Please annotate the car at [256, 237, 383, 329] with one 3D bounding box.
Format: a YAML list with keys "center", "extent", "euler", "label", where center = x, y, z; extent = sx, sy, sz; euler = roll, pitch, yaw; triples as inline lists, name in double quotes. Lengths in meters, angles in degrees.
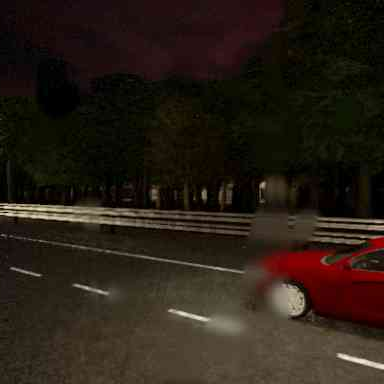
- center: [3.550, 1.496, 5.635]
  extent: [5.008, 1.535, 1.882]
  euler: [0, 0, 36]
  label: "car"
